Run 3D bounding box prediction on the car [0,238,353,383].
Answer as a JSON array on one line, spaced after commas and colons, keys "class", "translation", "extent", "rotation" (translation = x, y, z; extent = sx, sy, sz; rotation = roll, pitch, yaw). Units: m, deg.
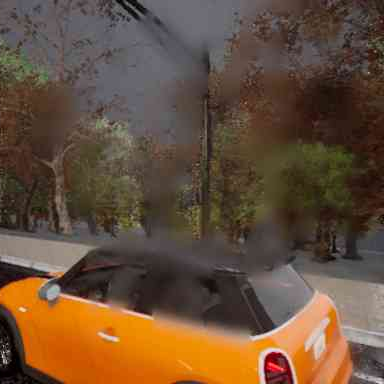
[{"class": "car", "translation": [-0.619, 1.379, 4.128], "extent": [4.553, 1.767, 2.097], "rotation": [-1, 0, 36]}]
